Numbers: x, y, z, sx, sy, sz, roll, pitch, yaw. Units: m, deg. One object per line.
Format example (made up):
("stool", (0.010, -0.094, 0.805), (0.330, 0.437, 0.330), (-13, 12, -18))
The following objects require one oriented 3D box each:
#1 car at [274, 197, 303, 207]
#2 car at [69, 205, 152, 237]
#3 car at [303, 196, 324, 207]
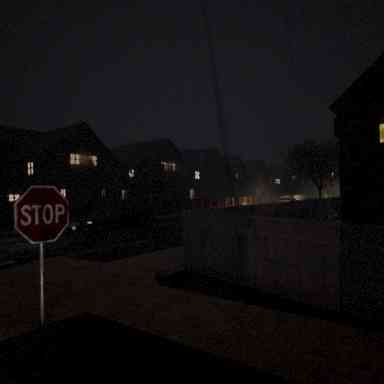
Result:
("car", (10.986, 1.315, 39.012), (1.812, 1.442, 4.674), (-2, -1, 37))
("car", (-4.310, 1.469, 18.162), (2.128, 1.511, 4.902), (-2, -1, 36))
("car", (14.105, 1.233, 38.333), (1.812, 1.442, 4.674), (-2, -1, 36))
